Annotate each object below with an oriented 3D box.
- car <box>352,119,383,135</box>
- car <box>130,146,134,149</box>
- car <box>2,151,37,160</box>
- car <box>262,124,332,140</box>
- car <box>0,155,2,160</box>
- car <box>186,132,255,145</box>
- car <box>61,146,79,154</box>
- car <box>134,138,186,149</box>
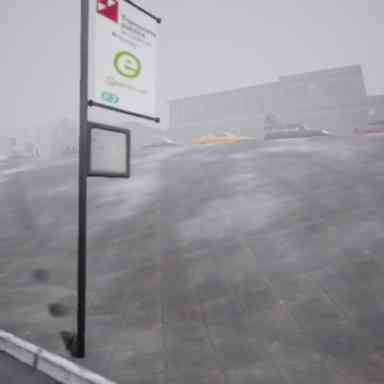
[{"bbox_3d":[12.153,-3.569,19.808,4.792,1.488,2.163,1,1,29],"label":"car"},{"bbox_3d":[-6.956,-3.950,31.379,4.892,1.521,2.231,1,1,34],"label":"car"},{"bbox_3d":[-20.566,-4.247,40.634,4.553,1.767,2.185,1,0,34],"label":"car"},{"bbox_3d":[7.159,-3.815,22.608,4.553,1.767,2.185,1,1,31],"label":"car"},{"bbox_3d":[-25.108,-4.133,43.726,4.674,1.452,2.002,1,0,34],"label":"car"},{"bbox_3d":[2.405,-3.778,25.423,5.008,1.535,2.097,1,1,32],"label":"car"},{"bbox_3d":[-11.523,-4.016,34.478,4.892,1.521,2.231,1,0,34],"label":"car"},{"bbox_3d":[-2.308,-3.827,28.351,4.674,1.452,2.002,1,1,33],"label":"car"}]
